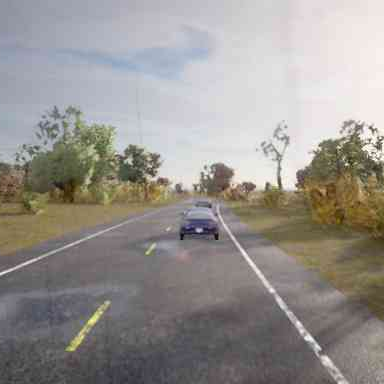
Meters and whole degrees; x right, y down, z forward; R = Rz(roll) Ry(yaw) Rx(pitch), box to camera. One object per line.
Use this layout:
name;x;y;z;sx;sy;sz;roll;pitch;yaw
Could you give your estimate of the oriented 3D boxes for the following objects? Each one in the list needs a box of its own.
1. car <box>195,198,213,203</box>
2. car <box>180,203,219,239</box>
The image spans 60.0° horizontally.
car;1.416;1.470;39.155;2.128;1.511;4.902;0;0;4
car;0.377;1.495;16.850;1.812;1.442;4.674;0;0;2
